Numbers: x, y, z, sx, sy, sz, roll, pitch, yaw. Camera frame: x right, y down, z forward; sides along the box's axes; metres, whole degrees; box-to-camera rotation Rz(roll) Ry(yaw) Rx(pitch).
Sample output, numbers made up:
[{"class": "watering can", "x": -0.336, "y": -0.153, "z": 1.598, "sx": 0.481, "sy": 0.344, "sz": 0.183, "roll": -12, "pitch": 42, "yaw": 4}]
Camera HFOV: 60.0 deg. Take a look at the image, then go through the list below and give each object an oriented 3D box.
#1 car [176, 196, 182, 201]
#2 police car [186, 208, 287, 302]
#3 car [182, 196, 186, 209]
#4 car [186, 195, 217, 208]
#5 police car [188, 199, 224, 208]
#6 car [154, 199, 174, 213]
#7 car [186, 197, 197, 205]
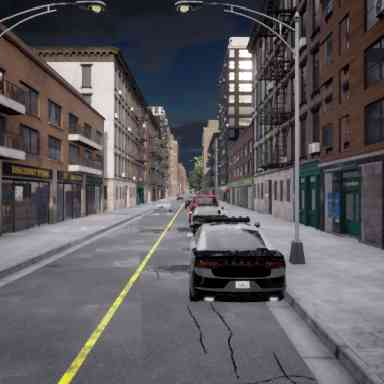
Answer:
[{"class": "car", "x": -3.146, "y": 1.667, "z": 88.423, "sx": 2.033, "sy": 1.411, "sz": 5.357, "roll": 0, "pitch": 0, "yaw": 0}, {"class": "police car", "x": 0.886, "y": 1.427, "z": 8.440, "sx": 1.930, "sy": 1.638, "sz": 5.238, "roll": 0, "pitch": 0, "yaw": 0}, {"class": "car", "x": -0.064, "y": 1.549, "z": 46.494, "sx": 1.837, "sy": 1.490, "sz": 4.892, "roll": 0, "pitch": 0, "yaw": 0}, {"class": "car", "x": 0.860, "y": 1.239, "z": 24.361, "sx": 2.150, "sy": 2.045, "sz": 5.566, "roll": 0, "pitch": 0, "yaw": 0}, {"class": "police car", "x": 0.870, "y": 1.434, "z": 18.440, "sx": 1.930, "sy": 1.638, "sz": 5.238, "roll": 0, "pitch": 0, "yaw": 0}, {"class": "car", "x": -3.162, "y": 1.556, "z": 37.324, "sx": 1.812, "sy": 1.442, "sz": 4.674, "roll": 0, "pitch": 0, "yaw": 0}, {"class": "car", "x": -0.099, "y": 1.630, "z": 59.885, "sx": 1.994, "sy": 1.385, "sz": 4.181, "roll": 0, "pitch": 0, "yaw": 0}]
